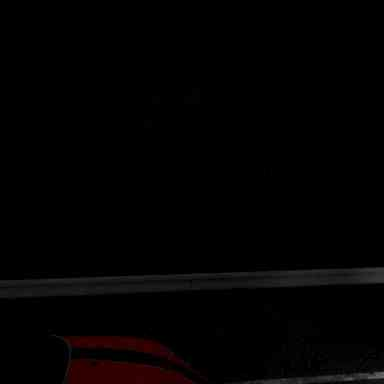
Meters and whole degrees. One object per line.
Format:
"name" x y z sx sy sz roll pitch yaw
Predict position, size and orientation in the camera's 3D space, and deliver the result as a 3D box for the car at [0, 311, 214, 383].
"car" -1.864 1.352 1.651 4.553 1.767 2.097 0 0 -6
